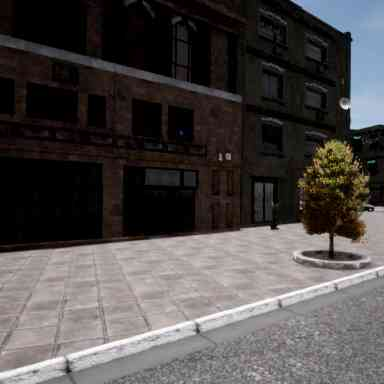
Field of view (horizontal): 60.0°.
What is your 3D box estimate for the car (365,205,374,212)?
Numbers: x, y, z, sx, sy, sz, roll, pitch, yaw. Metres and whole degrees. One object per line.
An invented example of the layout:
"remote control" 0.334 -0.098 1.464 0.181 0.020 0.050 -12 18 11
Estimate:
"car" 18.698 1.568 38.129 1.947 1.339 4.313 1 -1 -17
